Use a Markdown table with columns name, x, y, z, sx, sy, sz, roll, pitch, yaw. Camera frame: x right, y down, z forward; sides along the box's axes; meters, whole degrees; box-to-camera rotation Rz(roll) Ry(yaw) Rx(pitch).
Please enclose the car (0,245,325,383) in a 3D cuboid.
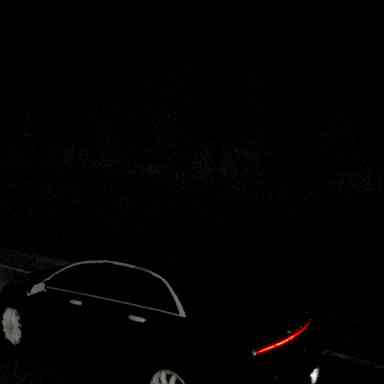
| name | x | y | z | sx | sy | sz | roll | pitch | yaw |
| --- | --- | --- | --- | --- | --- | --- | --- | --- | --- |
| car | -0.810 | 1.503 | 4.566 | 4.892 | 1.490 | 1.837 | -1 | 0 | 36 |
